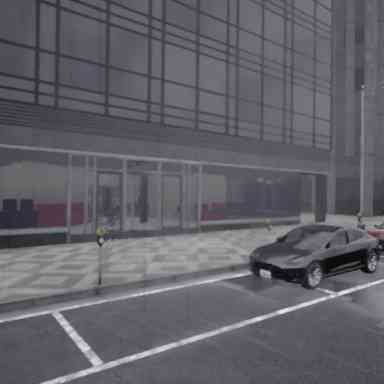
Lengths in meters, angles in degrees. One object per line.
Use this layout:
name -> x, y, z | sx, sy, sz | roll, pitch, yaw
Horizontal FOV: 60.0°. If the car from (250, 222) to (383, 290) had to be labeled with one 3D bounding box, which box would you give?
car -> 3.555, 1.614, 9.295 | 4.313, 1.339, 1.947 | 0, 0, -36
